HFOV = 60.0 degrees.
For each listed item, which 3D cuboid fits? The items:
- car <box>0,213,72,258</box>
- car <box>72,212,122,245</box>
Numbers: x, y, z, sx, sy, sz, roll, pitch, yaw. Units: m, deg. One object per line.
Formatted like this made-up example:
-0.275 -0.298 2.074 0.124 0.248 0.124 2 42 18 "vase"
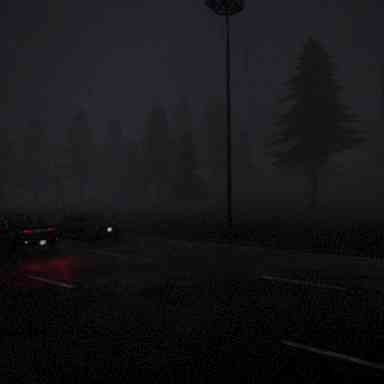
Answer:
-7.350 1.626 13.433 4.902 1.511 2.128 -1 0 36 "car"
-5.395 1.699 16.341 4.181 1.385 1.994 -1 0 36 "car"
